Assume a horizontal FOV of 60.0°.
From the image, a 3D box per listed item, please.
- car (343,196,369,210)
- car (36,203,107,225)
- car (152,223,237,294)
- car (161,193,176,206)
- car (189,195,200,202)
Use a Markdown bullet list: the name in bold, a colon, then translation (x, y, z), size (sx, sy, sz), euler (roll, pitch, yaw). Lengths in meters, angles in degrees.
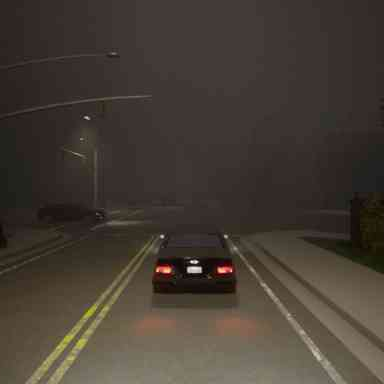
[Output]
- **car**: translation (20.133, 1.304, 38.833), size (4.553, 1.767, 2.097), euler (0, 0, -1)
- **car**: translation (-8.753, 1.546, 24.335), size (4.892, 1.490, 1.837), euler (-1, 0, -1)
- **car**: translation (0.054, 1.547, 8.913), size (2.033, 1.411, 5.357), euler (0, 0, 0)
- **car**: translation (-3.713, 1.218, 53.947), size (2.150, 2.045, 5.566), euler (0, 0, 0)
- **car**: translation (0.564, 1.519, 78.927), size (1.812, 1.442, 4.674), euler (0, 0, 12)
